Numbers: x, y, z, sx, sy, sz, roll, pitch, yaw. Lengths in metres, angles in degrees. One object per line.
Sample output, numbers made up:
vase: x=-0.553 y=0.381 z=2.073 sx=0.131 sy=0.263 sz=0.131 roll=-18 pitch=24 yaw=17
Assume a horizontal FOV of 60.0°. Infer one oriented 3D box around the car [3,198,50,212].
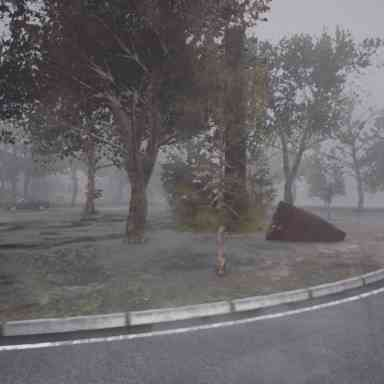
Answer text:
car: x=-19.640 y=1.475 z=39.607 sx=5.008 sy=1.535 sz=1.882 roll=0 pitch=0 yaw=-38
